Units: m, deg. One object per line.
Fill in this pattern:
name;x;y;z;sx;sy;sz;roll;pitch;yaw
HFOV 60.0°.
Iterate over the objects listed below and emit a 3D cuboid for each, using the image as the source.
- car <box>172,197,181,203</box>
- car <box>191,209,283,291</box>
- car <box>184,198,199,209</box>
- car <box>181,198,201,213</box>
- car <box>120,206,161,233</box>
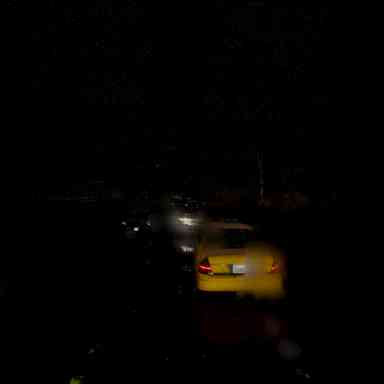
car;-2.889;1.589;66.098;1.895;1.301;4.718;0;0;0
car;0.944;1.453;8.944;1.801;1.575;5.366;0;0;0
car;-0.073;1.554;46.331;1.994;1.385;4.181;0;0;1
car;-0.002;1.517;37.440;1.812;1.442;4.674;0;0;0
car;-2.892;1.543;19.865;2.033;1.411;5.357;0;0;0
